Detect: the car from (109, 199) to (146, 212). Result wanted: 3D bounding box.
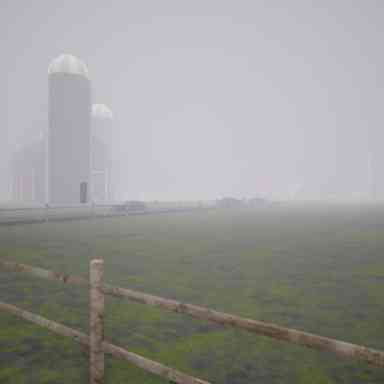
[{"bbox_3d":[-7.080,1.519,36.882,1.994,1.385,4.181,0,0,36],"label":"car"}]

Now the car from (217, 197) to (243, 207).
[{"bbox_3d":[5.868,1.502,50.025,2.033,1.411,5.357,0,0,36],"label":"car"}]

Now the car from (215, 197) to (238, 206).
[{"bbox_3d":[5.687,1.499,54.604,1.994,1.385,4.181,0,0,36],"label":"car"}]

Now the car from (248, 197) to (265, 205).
[{"bbox_3d":[11.395,1.509,57.848,1.994,1.385,4.181,0,0,36],"label":"car"}]
